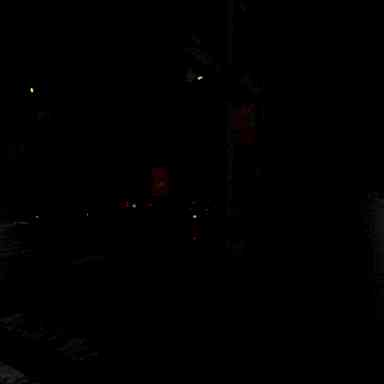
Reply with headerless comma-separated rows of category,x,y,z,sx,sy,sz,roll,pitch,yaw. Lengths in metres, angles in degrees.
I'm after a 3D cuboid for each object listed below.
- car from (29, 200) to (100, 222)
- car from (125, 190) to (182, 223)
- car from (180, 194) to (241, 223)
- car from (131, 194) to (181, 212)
car,-9.096,1.303,24.022,1.895,1.301,4.718,0,1,35
car,-1.994,0.887,22.496,2.150,2.045,5.566,0,1,35
car,1.548,1.149,21.896,1.837,1.490,4.892,0,2,35
car,-3.356,1.017,32.261,2.128,1.511,4.902,0,1,35
